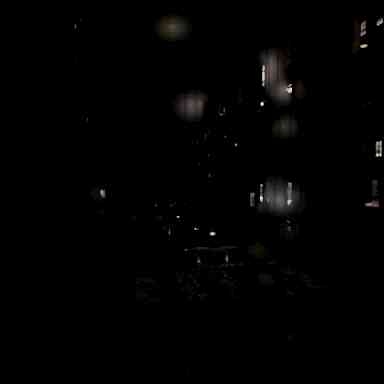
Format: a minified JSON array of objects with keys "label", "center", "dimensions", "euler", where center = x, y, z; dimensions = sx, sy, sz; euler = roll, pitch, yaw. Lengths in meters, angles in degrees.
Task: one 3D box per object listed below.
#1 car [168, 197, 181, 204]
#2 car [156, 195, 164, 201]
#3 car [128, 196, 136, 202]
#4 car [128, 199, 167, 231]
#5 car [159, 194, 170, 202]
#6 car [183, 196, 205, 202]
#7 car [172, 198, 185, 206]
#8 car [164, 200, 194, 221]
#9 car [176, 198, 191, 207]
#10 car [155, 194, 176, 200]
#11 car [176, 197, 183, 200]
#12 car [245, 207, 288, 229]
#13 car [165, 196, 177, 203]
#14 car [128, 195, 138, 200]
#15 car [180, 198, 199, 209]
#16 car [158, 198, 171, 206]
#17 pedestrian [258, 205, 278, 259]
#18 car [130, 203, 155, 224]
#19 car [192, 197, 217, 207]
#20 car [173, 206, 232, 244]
[{"label":"car","center":[-3.568,1.690,65.650],"dimensions":[1.947,1.339,4.313],"euler":[-1,0,-11]},{"label":"car","center":[-8.857,1.693,93.060],"dimensions":[1.752,1.417,4.829],"euler":[-1,0,-11]},{"label":"car","center":[-15.475,1.670,85.764],"dimensions":[1.752,1.417,4.829],"euler":[-1,0,-11]},{"label":"car","center":[-2.893,1.476,20.548],"dimensions":[1.967,1.590,4.097],"euler":[-1,0,-11]},{"label":"car","center":[-6.724,1.465,81.996],"dimensions":[2.192,1.841,5.009],"euler":[-1,0,-11]},{"label":"car","center":[0.634,1.403,43.856],"dimensions":[2.192,1.841,5.009],"euler":[-1,0,-11]},{"label":"car","center":[-2.517,1.698,60.202],"dimensions":[1.802,1.307,4.206],"euler":[-1,0,-11]},{"label":"car","center":[-1.391,1.613,25.813],"dimensions":[1.994,1.385,4.181],"euler":[0,0,-11]},{"label":"car","center":[-1.465,1.689,54.753],"dimensions":[1.802,1.307,4.206],"euler":[-1,0,-11]},{"label":"car","center":[-3.290,1.418,35.729],"dimensions":[2.097,1.767,4.553],"euler":[0,0,-11]},{"label":"car","center":[-1.962,1.611,44.431],"dimensions":[1.812,1.442,4.674],"euler":[0,0,-11]},{"label":"car","center":[4.846,1.631,22.064],"dimensions":[1.802,1.307,4.206],"euler":[-1,0,-11]},{"label":"car","center":[-4.619,1.684,71.099],"dimensions":[2.008,1.369,4.403],"euler":[-1,0,-11]},{"label":"car","center":[-10.252,1.542,58.688],"dimensions":[1.967,1.590,4.097],"euler":[-1,0,-11]},{"label":"car","center":[-0.414,1.648,49.305],"dimensions":[2.008,1.369,4.403],"euler":[-1,0,-11]},{"label":"car","center":[-5.030,1.713,60.244],"dimensions":[1.895,1.301,4.718],"euler":[0,0,-11]},{"label":"pedestrian","center":[2.559,1.318,11.141],"dimensions":[0.375,1.860,0.375],"euler":[-1,1,-11]},{"label":"car","center":[-3.943,1.628,25.997],"dimensions":[1.802,1.307,4.206],"euler":[-1,0,-11]},{"label":"car","center":[1.688,1.644,38.408],"dimensions":[1.947,1.339,4.313],"euler":[-1,0,-11]},{"label":"car","center":[0.494,1.595,16.051],"dimensions":[1.994,1.385,4.181],"euler":[0,0,-11]}]
